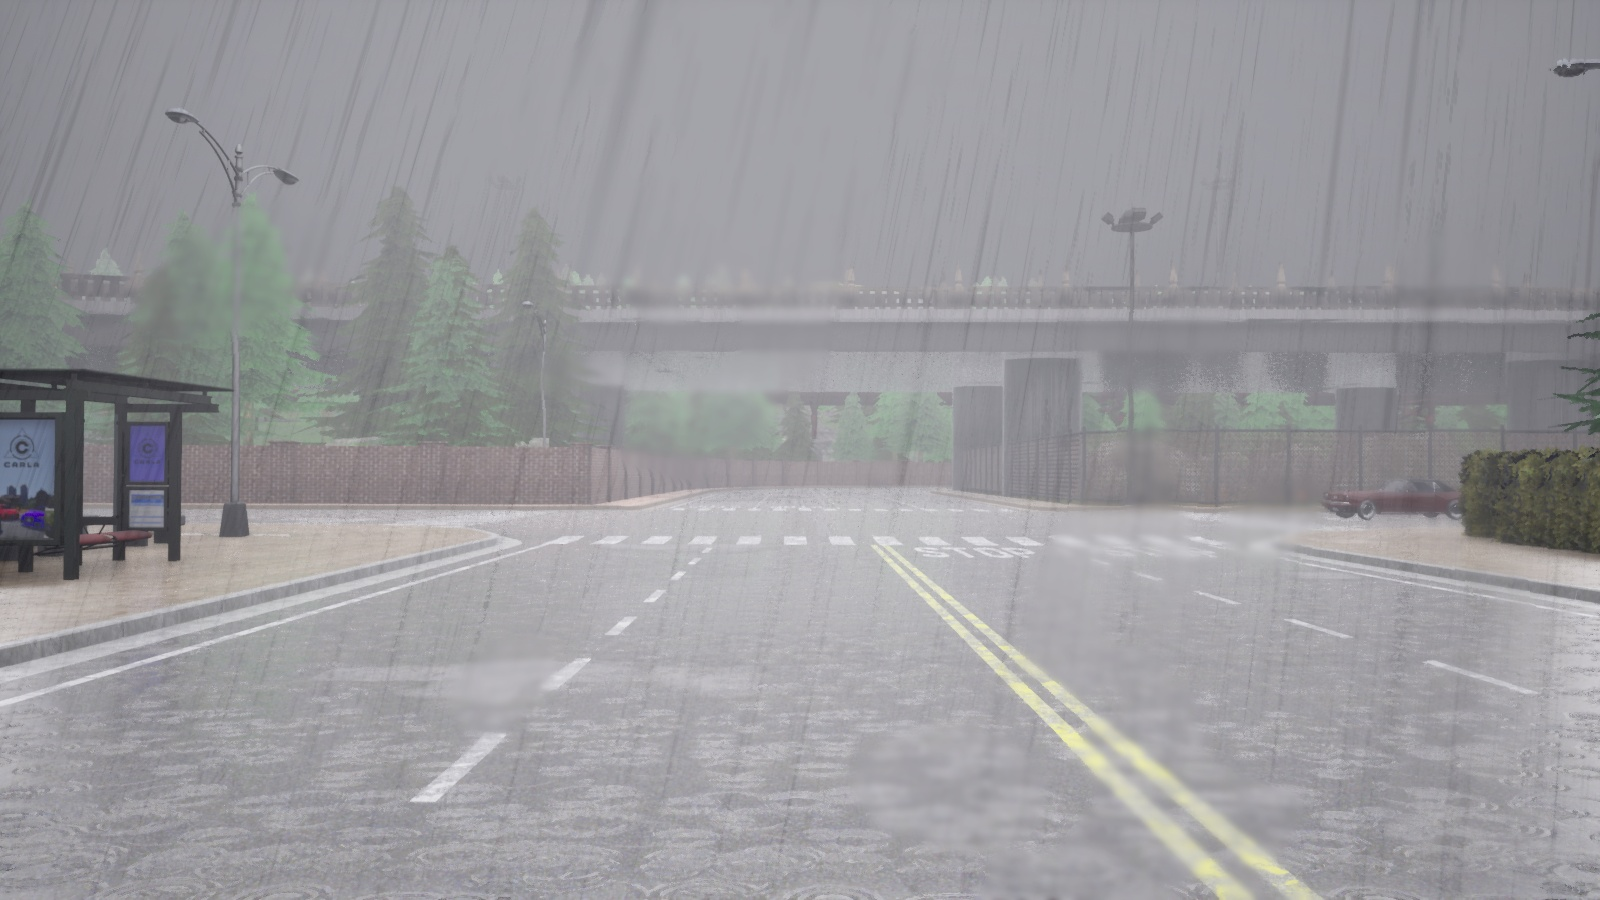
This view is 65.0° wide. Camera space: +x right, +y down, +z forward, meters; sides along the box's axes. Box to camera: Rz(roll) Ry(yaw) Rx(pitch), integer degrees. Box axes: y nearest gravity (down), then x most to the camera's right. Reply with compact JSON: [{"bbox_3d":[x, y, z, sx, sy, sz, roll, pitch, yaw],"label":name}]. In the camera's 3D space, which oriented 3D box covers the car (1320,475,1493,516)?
[{"bbox_3d":[19.692,1.466,40.901,4.718,1.301,1.895,0,-1,0],"label":"car"}]
